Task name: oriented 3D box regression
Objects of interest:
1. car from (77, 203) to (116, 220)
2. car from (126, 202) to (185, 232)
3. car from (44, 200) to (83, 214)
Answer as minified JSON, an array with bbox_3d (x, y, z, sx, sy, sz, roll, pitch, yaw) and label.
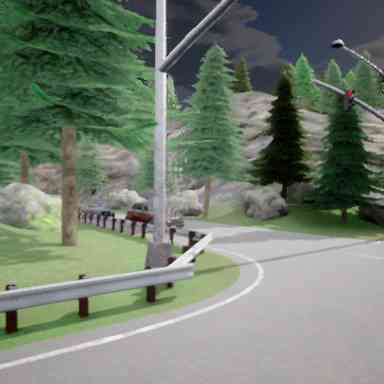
[{"bbox_3d":[-8.225,1.630,29.012,1.994,1.385,4.181,0,0,-35],"label":"car"},{"bbox_3d":[-2.370,1.422,20.903,2.097,1.767,4.553,0,0,-36],"label":"car"},{"bbox_3d":[-14.460,1.609,37.311,5.357,1.411,2.033,0,0,44],"label":"car"}]
